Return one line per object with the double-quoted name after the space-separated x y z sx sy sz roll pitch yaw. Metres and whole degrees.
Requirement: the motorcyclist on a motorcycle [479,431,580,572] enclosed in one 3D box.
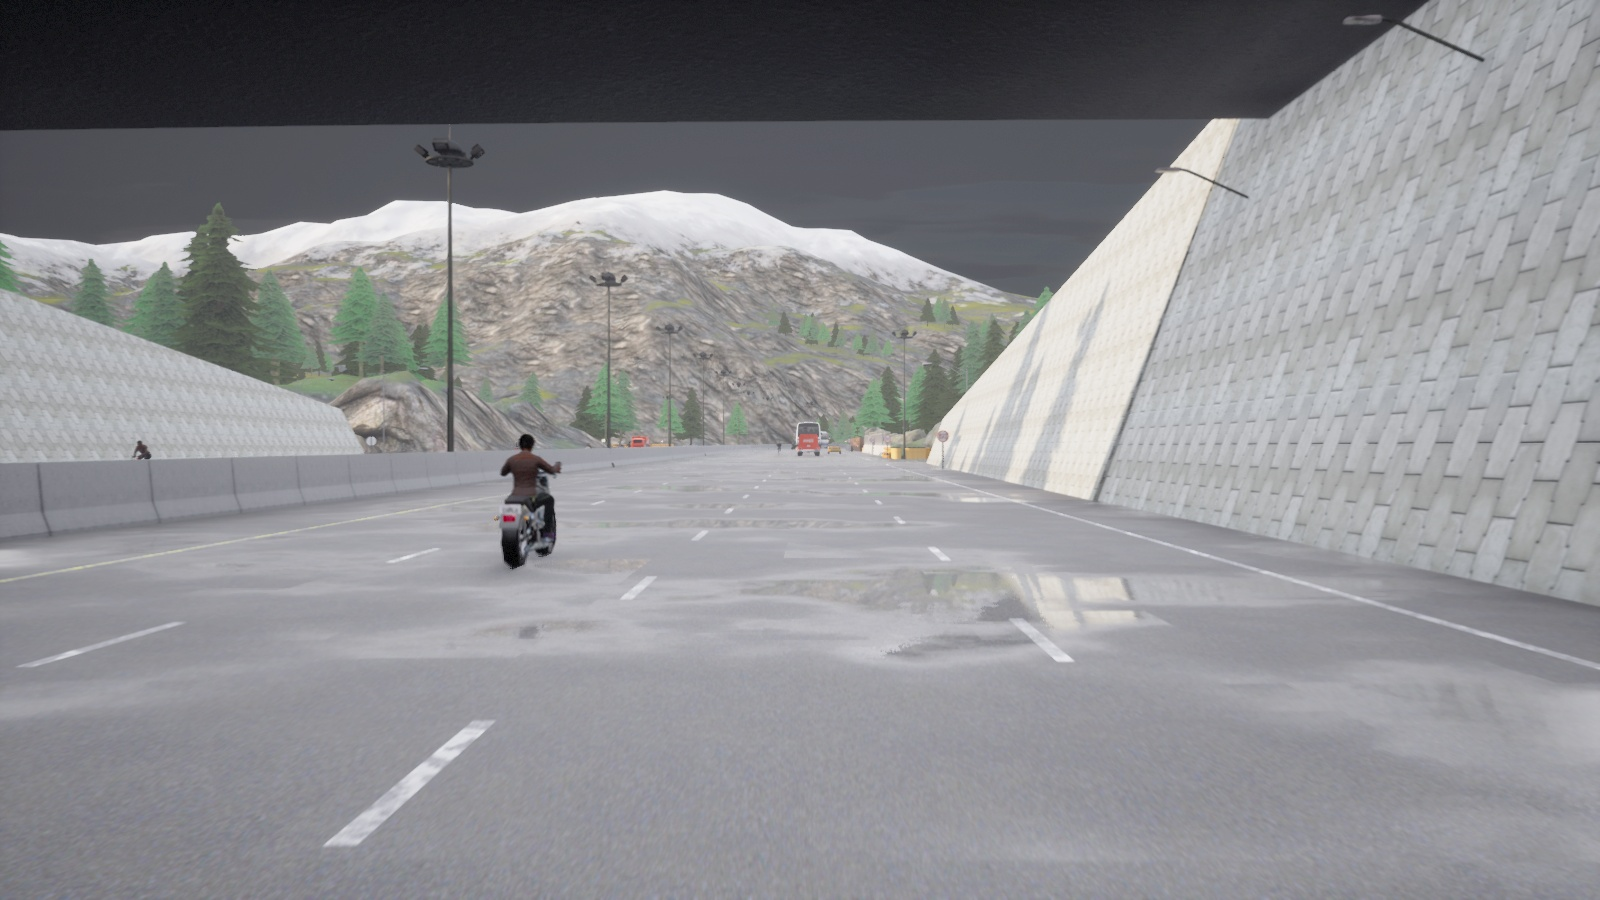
-3.390 0.604 15.957 0.766 1.649 2.350 0 0 0 "motorcyclist on a motorcycle"
